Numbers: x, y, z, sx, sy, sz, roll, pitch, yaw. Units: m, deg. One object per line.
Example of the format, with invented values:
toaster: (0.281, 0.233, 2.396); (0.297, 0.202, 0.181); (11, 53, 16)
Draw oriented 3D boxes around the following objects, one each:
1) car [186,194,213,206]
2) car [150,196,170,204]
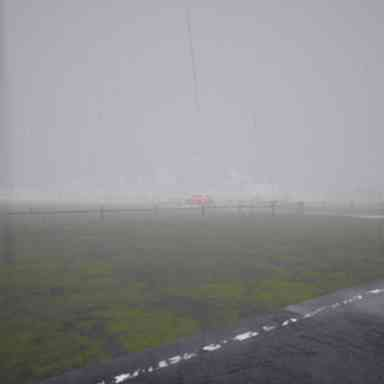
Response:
car: (1.239, 1.385, 57.185); (2.150, 2.045, 5.566); (2, -1, -39)
car: (-6.368, 1.623, 66.070); (1.882, 1.535, 5.008); (2, -1, -41)
